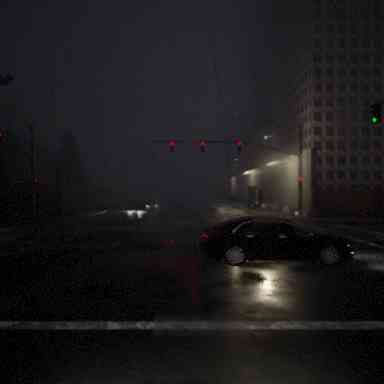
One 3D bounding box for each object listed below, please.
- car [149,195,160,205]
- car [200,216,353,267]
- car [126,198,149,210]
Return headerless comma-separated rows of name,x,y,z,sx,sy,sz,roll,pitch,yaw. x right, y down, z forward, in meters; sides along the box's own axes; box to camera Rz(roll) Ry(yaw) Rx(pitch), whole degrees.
car,-6.967,1.400,59.555,2.097,1.767,4.553,0,0,1
car,2.704,1.569,10.969,4.892,1.490,1.837,0,0,0
car,-7.030,1.598,42.264,1.994,1.385,4.181,0,0,0
